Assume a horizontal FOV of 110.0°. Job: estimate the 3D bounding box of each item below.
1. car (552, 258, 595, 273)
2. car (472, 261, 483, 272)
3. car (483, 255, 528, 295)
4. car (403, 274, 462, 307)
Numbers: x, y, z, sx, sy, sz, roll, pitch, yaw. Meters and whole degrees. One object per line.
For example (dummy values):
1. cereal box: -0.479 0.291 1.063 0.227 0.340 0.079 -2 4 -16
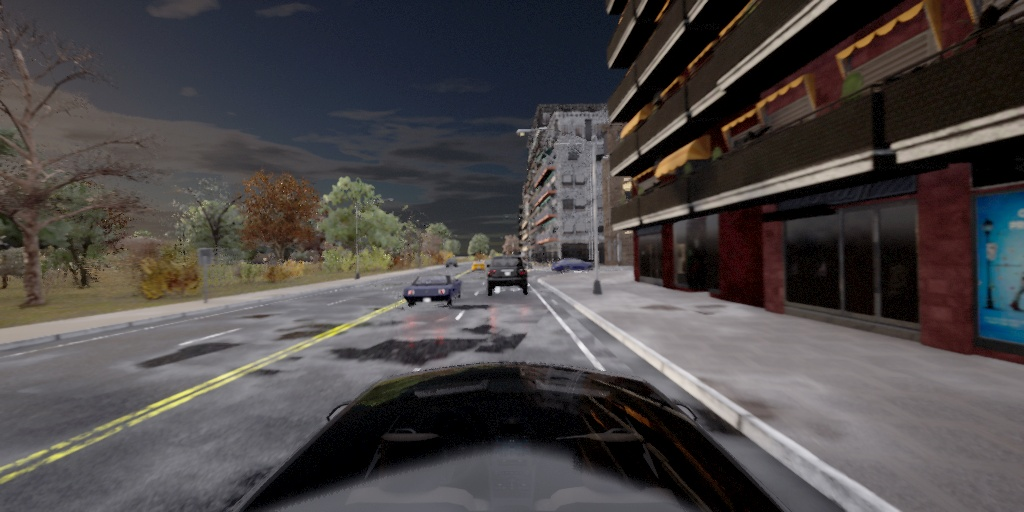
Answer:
1. car: 6.434 0.959 36.968 4.674 1.442 1.812 -2 -2 -15
2. car: -4.773 1.443 52.579 1.882 1.535 5.008 -1 0 -3
3. car: -0.278 1.004 20.582 2.150 2.045 5.566 -1 -1 -1
4. car: -3.407 1.456 16.391 1.895 1.301 4.718 -1 0 -1
